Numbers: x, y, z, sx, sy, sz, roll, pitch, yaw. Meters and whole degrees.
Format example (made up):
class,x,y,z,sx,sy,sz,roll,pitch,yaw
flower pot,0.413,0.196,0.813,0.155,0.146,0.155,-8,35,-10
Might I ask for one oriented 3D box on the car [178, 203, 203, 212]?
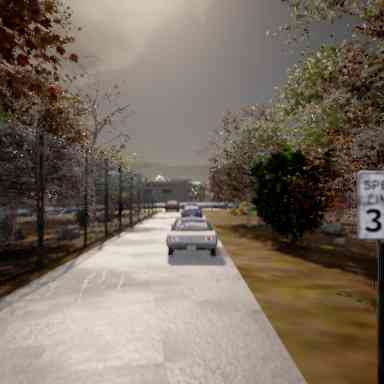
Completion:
class,x,y,z,sx,sy,sz,roll,pitch,yaw
car,-0.008,1.795,29.356,1.812,1.442,4.674,0,0,0

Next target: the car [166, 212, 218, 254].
class,x,y,z,sx,sy,sz,roll,pitch,yaw
car,-0.004,1.730,14.083,1.895,1.301,4.718,0,0,0

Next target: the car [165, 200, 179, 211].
class,x,y,z,sx,sy,sz,roll,pitch,yaw
car,-2.778,1.911,47.237,1.882,1.535,5.008,0,-1,0
